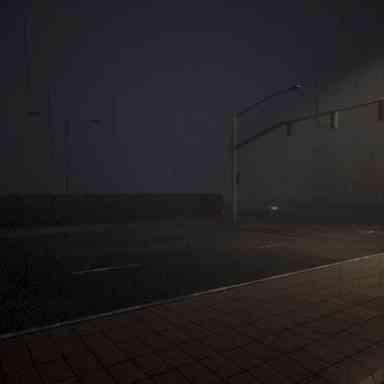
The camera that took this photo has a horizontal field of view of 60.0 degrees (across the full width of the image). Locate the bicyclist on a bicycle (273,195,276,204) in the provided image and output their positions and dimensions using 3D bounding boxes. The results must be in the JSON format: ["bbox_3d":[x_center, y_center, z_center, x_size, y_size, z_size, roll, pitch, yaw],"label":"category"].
[{"bbox_3d":[13.428,1.303,54.039,0.582,1.620,1.656,0,0,22],"label":"bicyclist on a bicycle"}]

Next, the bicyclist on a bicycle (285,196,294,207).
[{"bbox_3d":[14.392,1.456,49.124,1.656,1.620,0.582,0,0,-22],"label":"bicyclist on a bicycle"}]
